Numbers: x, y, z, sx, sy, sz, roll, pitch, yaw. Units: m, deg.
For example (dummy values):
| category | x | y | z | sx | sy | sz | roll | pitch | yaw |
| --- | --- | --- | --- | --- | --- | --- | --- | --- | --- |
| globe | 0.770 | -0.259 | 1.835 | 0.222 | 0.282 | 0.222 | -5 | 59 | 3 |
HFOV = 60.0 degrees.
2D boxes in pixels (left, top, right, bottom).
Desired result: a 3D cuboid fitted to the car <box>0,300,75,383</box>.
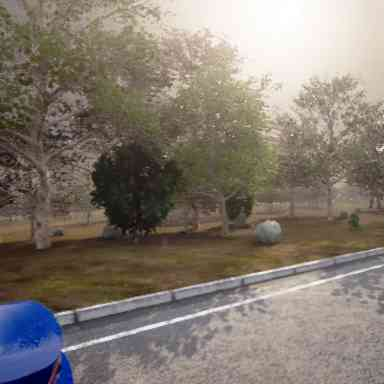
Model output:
| category | x | y | z | sx | sy | sz | roll | pitch | yaw |
| --- | --- | --- | --- | --- | --- | --- | --- | --- | --- |
| car | -3.242 | 1.477 | 1.680 | 5.008 | 1.535 | 1.882 | 0 | 0 | -36 |
